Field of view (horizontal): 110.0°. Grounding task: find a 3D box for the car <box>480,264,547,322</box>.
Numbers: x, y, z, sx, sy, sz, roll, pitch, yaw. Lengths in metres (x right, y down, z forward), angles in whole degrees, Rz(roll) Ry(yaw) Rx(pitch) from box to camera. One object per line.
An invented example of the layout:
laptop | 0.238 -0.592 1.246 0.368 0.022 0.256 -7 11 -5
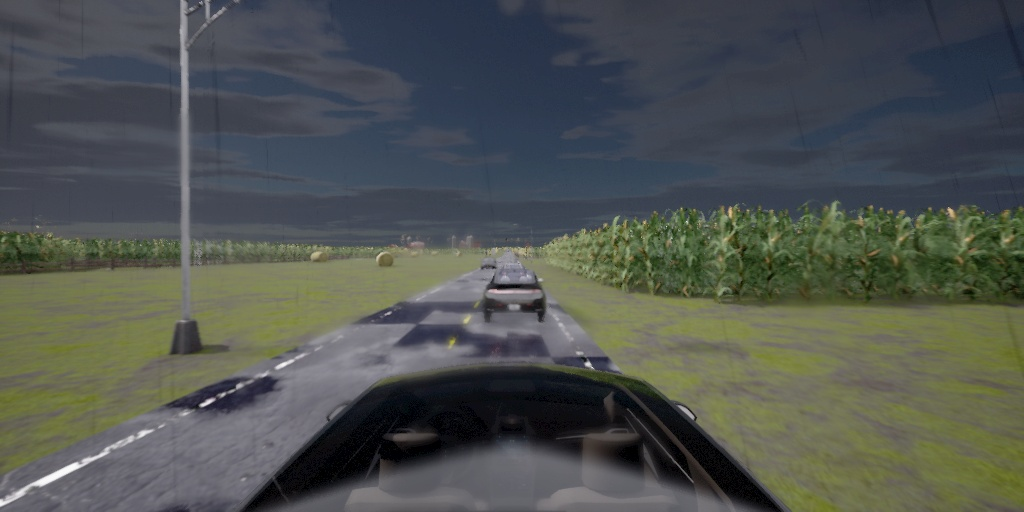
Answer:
car | 0.085 1.168 12.012 2.128 1.511 4.902 0 0 0

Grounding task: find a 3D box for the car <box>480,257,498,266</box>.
car | -2.826 0.918 44.335 1.837 1.490 4.892 0 0 0
